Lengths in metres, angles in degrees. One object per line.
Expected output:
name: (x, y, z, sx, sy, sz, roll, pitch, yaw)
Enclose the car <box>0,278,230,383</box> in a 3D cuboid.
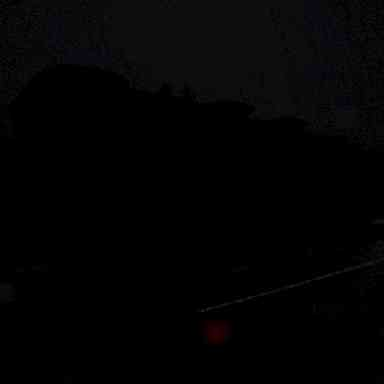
car: (-1.683, 1.566, 2.844, 4.181, 1.385, 1.994, 1, 0, -36)
